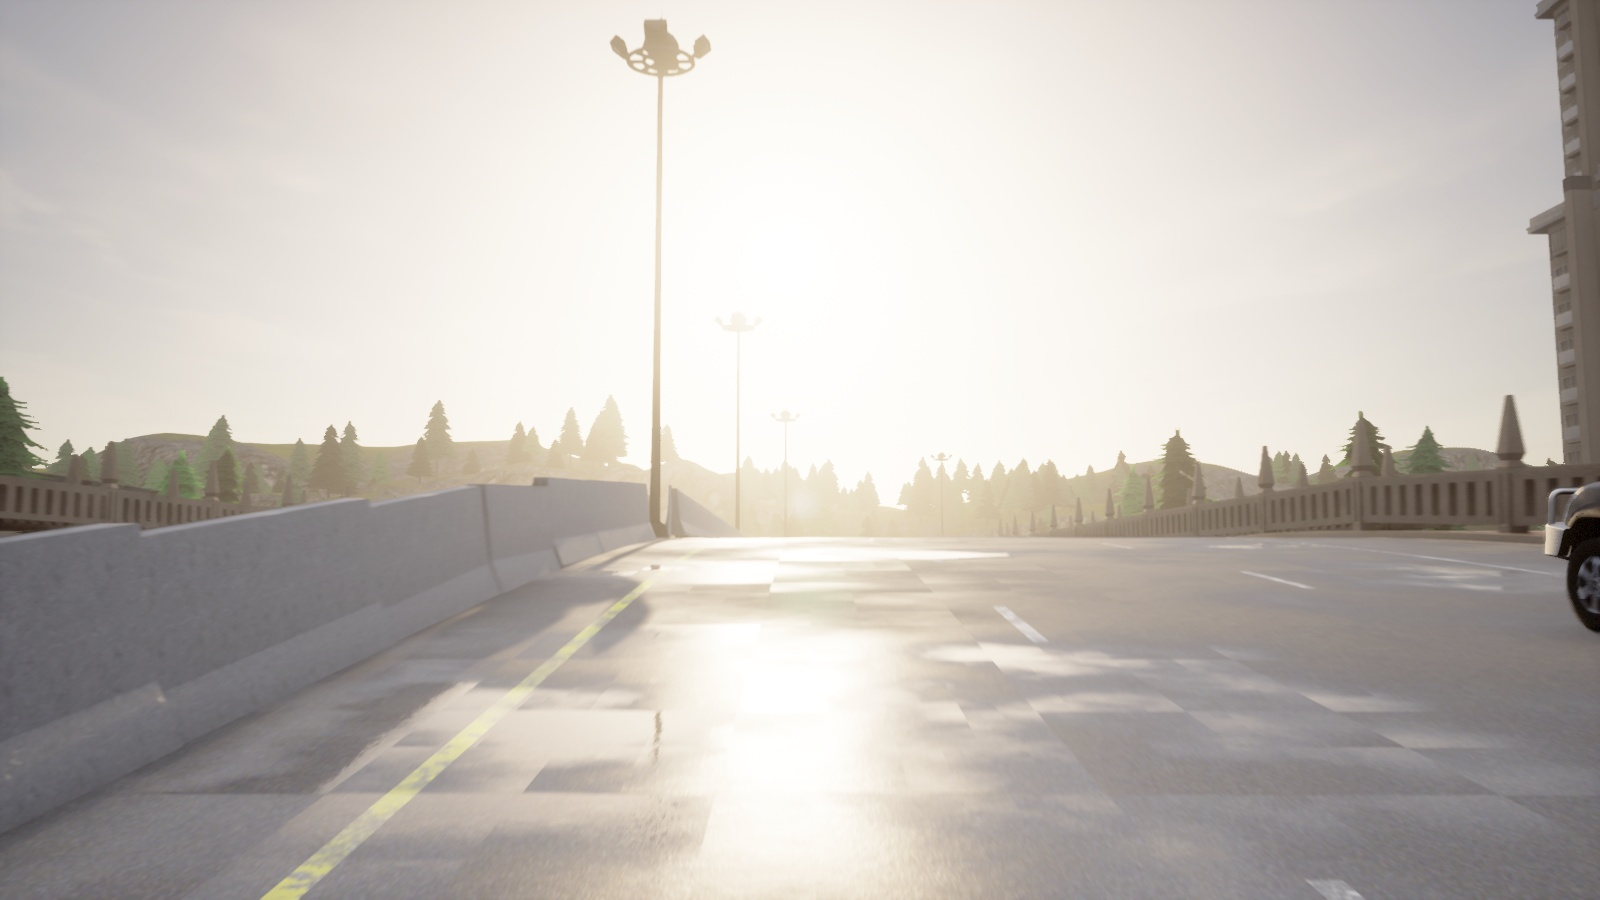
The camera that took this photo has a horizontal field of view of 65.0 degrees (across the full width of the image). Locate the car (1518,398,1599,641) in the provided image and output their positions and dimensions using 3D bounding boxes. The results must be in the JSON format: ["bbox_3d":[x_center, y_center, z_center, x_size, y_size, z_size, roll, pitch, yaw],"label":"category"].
[{"bbox_3d":[7.063,0.538,8.364,1.932,1.855,4.605,0,0,0],"label":"car"}]
